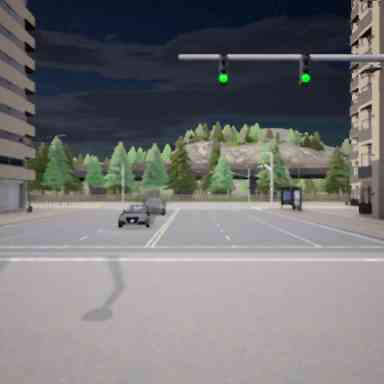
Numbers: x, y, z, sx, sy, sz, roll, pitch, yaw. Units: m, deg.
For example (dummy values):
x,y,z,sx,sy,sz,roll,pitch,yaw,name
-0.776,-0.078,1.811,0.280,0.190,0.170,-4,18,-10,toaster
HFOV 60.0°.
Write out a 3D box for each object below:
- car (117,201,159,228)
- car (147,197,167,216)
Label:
x,y,z,sx,sy,sz,roll,pitch,yaw,name
-3.601,1.545,22.097,1.994,1.385,4.181,0,0,0,car
-3.595,1.324,32.363,2.097,1.767,4.553,0,0,-1,car
